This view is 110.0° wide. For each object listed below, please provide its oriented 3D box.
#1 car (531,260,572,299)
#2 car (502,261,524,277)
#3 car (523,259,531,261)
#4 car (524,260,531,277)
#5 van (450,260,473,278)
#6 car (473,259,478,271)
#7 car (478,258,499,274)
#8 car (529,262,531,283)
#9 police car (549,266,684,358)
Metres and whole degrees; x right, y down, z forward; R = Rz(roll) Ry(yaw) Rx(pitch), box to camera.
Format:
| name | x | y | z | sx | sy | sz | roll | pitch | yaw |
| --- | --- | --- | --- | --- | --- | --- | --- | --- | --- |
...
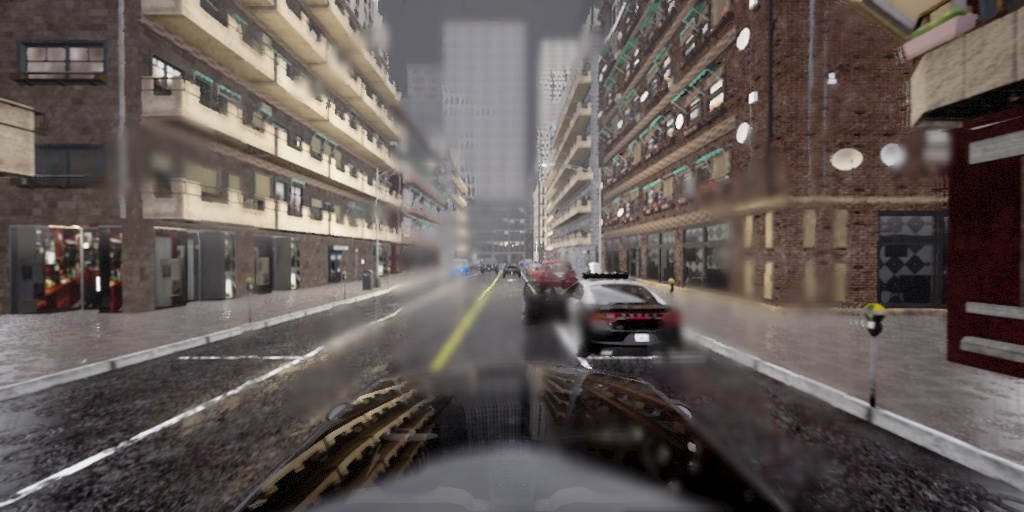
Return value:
| name | x | y | z | sx | sy | sz | roll | pitch | yaw |
| --- | --- | --- | --- | --- | --- | --- | --- | --- | --- |
| car | 2.521 | 1.174 | 21.032 | 2.192 | 1.841 | 5.009 | 0 | 0 | 0 |
| car | -0.007 | 1.457 | 38.005 | 1.837 | 1.490 | 4.892 | 0 | -1 | 0 |
| car | 2.468 | 1.423 | 43.227 | 1.967 | 1.591 | 4.097 | 0 | 0 | 0 |
| car | 2.481 | 1.477 | 37.848 | 1.751 | 1.417 | 4.829 | 0 | 0 | 0 |
| van | -5.400 | 1.293 | 37.640 | 1.690 | 1.789 | 3.998 | 0 | 0 | 0 |
| car | -5.439 | 1.483 | 54.287 | 1.967 | 1.591 | 4.097 | 0 | 0 | 0 |
| car | -2.859 | 1.219 | 47.002 | 2.150 | 2.045 | 5.566 | 0 | 0 | 0 |
| car | 2.508 | 1.330 | 26.581 | 1.967 | 1.591 | 4.097 | 0 | 0 | 0 |
| police car | 2.227 | 1.215 | 8.741 | 1.930 | 1.638 | 5.238 | 0 | 0 | 0 |
